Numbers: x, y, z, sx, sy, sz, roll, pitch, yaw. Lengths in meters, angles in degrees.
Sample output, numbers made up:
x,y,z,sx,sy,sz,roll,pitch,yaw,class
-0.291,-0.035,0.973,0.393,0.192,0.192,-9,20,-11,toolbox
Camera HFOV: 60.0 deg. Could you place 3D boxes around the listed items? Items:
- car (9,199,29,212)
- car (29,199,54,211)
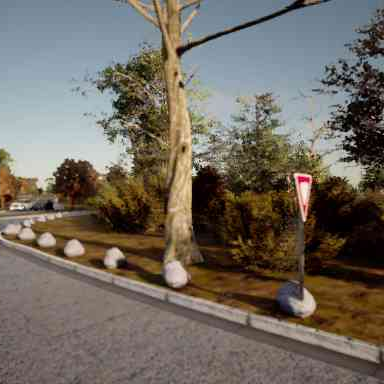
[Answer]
x,y,z,sx,sy,sz,roll,pitch,yaw,class
-28.205,2.196,55.187,2.150,2.045,5.566,0,-1,-8,car
-25.148,2.188,56.475,2.150,2.045,5.566,0,-1,-9,car
